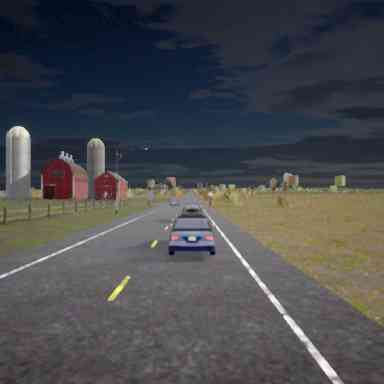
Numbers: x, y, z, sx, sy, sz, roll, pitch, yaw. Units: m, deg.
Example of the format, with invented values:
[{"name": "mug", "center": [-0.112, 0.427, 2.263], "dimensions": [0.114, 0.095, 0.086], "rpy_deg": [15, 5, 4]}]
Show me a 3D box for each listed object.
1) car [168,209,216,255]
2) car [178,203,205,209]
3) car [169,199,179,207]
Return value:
[{"name": "car", "center": [0.006, 1.680, 13.985], "dimensions": [2.033, 1.411, 5.357], "rpy_deg": [0, 0, 0]}, {"name": "car", "center": [0.015, 1.779, 29.304], "dimensions": [1.837, 1.490, 4.892], "rpy_deg": [0, 0, 0]}, {"name": "car", "center": [-3.478, 2.073, 65.441], "dimensions": [2.128, 1.511, 4.902], "rpy_deg": [0, -1, 0]}]
